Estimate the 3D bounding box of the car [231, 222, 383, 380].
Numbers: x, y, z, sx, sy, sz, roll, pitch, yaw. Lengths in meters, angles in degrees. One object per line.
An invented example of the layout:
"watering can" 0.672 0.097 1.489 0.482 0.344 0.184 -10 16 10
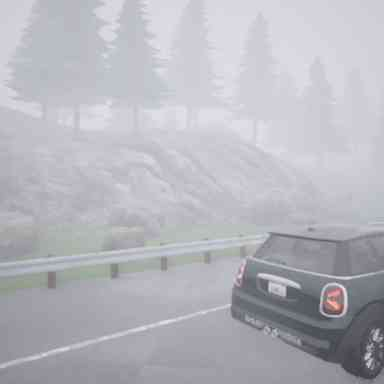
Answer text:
"car" 2.891 1.318 5.675 4.553 1.767 2.097 0 0 -35
